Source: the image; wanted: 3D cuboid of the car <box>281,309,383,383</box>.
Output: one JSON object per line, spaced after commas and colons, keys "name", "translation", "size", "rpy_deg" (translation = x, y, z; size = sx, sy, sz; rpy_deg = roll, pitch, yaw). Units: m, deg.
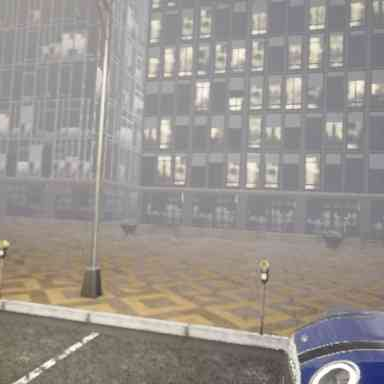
{"name": "car", "translation": [3.179, 1.677, 3.060], "size": [4.553, 1.767, 2.097], "rpy_deg": [2, -3, 15]}
